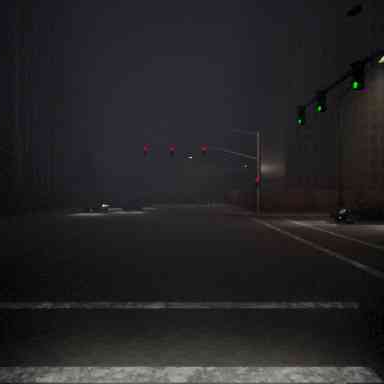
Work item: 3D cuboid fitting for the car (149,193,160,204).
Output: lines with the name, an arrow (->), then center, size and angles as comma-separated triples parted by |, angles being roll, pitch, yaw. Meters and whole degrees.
car -> -7.149, 1.218, 62.055 | 2.150, 2.045, 5.566 | 0, 0, 0

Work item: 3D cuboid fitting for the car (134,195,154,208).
car -> -7.188, 1.525, 49.673 | 1.812, 1.442, 4.674 | 0, 0, 0

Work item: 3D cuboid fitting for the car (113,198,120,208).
car -> -10.690, 1.547, 47.660 | 2.033, 1.411, 5.357 | 0, 0, 0

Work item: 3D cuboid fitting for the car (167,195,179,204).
car -> -3.627, 1.352, 64.942 | 2.097, 1.767, 4.553 | 0, 0, 0

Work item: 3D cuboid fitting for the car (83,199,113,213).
car -> -10.709, 1.547, 37.586 | 2.033, 1.411, 5.357 | 0, 0, -3

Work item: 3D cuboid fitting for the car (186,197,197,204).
car -> -0.127, 1.564, 64.979 | 1.994, 1.385, 4.181 | 0, 0, 0

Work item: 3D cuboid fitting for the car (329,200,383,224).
car -> 12.366, 1.352, 23.919 | 4.553, 1.767, 2.097 | 0, 0, 0

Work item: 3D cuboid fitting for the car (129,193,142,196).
car -> -10.641, 1.226, 63.083 | 2.150, 2.045, 5.566 | 0, 0, 0

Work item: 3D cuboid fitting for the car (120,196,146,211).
car -> -7.158, 1.526, 40.579 | 1.812, 1.442, 4.674 | 0, 0, -1
